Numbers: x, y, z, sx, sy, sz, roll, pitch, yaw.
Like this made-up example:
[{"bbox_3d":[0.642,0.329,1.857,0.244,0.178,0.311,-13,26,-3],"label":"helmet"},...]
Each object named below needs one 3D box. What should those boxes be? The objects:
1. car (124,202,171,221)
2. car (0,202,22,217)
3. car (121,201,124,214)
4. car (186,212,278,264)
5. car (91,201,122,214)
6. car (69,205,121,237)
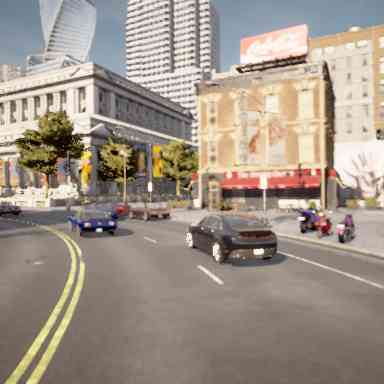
[{"bbox_3d":[-3.750,1.646,28.230,1.895,1.301,4.718,-1,0,-34],"label":"car"},{"bbox_3d":[-19.888,1.769,34.710,5.357,1.411,2.033,-1,0,35],"label":"car"},{"bbox_3d":[-7.537,1.612,32.532,2.002,1.452,4.674,-1,0,-44],"label":"car"},{"bbox_3d":[1.212,1.497,11.967,1.837,1.490,4.892,0,0,-18],"label":"car"},{"bbox_3d":[-7.986,1.659,28.189,1.994,1.385,4.181,-1,0,-39],"label":"car"},{"bbox_3d":[-5.755,1.669,18.843,1.895,1.301,4.718,-1,0,-28],"label":"car"}]
